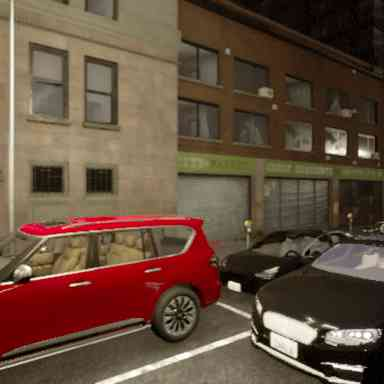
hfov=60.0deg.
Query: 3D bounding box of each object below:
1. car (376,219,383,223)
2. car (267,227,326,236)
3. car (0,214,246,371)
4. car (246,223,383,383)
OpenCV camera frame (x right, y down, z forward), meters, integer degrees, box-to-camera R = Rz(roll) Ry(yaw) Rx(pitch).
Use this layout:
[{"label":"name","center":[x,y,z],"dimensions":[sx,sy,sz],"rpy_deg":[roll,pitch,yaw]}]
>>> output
[{"label":"car","center":[7.122,1.561,11.343],"dimensions":[4.403,1.369,2.008],"rpy_deg":[0,0,-36]},{"label":"car","center":[2.650,1.573,8.135],"dimensions":[4.313,1.339,1.947],"rpy_deg":[0,0,-36]},{"label":"car","center":[-1.822,1.319,4.927],"dimensions":[5.009,1.841,2.192],"rpy_deg":[0,0,-36]},{"label":"car","center":[3.042,1.497,5.257],"dimensions":[4.902,1.511,2.128],"rpy_deg":[0,0,-36]}]
